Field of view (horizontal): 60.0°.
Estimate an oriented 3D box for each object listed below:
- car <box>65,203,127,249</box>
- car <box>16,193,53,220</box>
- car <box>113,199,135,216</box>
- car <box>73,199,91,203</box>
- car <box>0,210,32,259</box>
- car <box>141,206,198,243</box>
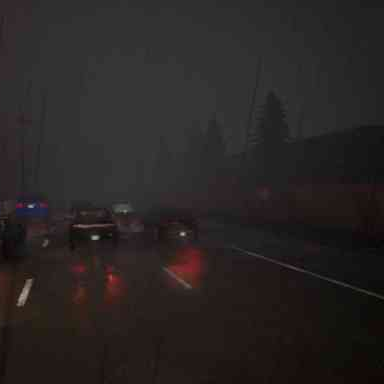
[{"bbox_3d":[-4.342,1.432,14.357,2.128,1.511,4.902,0,0,-20],"label":"car"},{"bbox_3d":[-12.419,1.120,26.364,2.150,2.045,5.566,0,1,-19],"label":"car"},{"bbox_3d":[-6.500,1.398,30.623,1.812,1.442,4.674,0,0,-20],"label":"car"},{"bbox_3d":[-9.484,1.391,28.568,1.837,1.490,4.892,0,1,-19],"label":"car"},{"bbox_3d":[-7.208,1.555,11.984,1.895,1.301,4.718,0,0,-20],"label":"car"},{"bbox_3d":[-1.209,1.437,15.985,1.837,1.490,4.892,0,1,-20],"label":"car"}]
